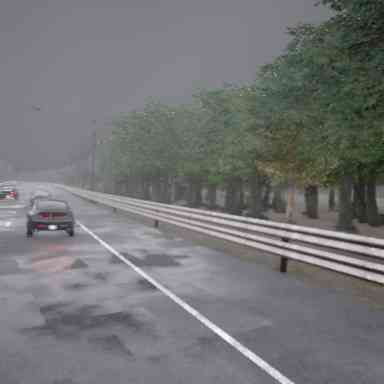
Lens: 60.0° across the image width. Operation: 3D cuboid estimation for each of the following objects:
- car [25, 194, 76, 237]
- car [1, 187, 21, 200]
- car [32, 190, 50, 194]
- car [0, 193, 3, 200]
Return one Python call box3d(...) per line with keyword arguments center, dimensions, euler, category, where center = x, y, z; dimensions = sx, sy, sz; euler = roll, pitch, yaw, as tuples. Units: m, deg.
box3d(center=(-6.460, 1.062, 15.162), dimensions=(1.837, 1.490, 4.892), euler=(2, 1, -26), category="car")
box3d(center=(-21.753, 0.152, 39.900), dimensions=(1.837, 1.490, 4.892), euler=(2, 1, -24), category="car")
box3d(center=(-14.202, 0.579, 31.498), dimensions=(1.812, 1.442, 4.674), euler=(2, 1, -24), category="car")
box3d(center=(-11.832, 0.901, 18.307), dimensions=(1.895, 1.301, 4.718), euler=(2, 1, -26), category="car")
